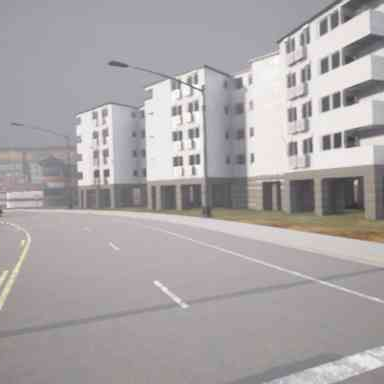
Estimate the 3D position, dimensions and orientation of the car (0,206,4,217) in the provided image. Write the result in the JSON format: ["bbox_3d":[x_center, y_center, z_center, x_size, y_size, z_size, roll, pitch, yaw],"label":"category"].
[{"bbox_3d":[-22.121,1.969,35.768,4.902,1.511,2.128,-1,0,36],"label":"car"}]
